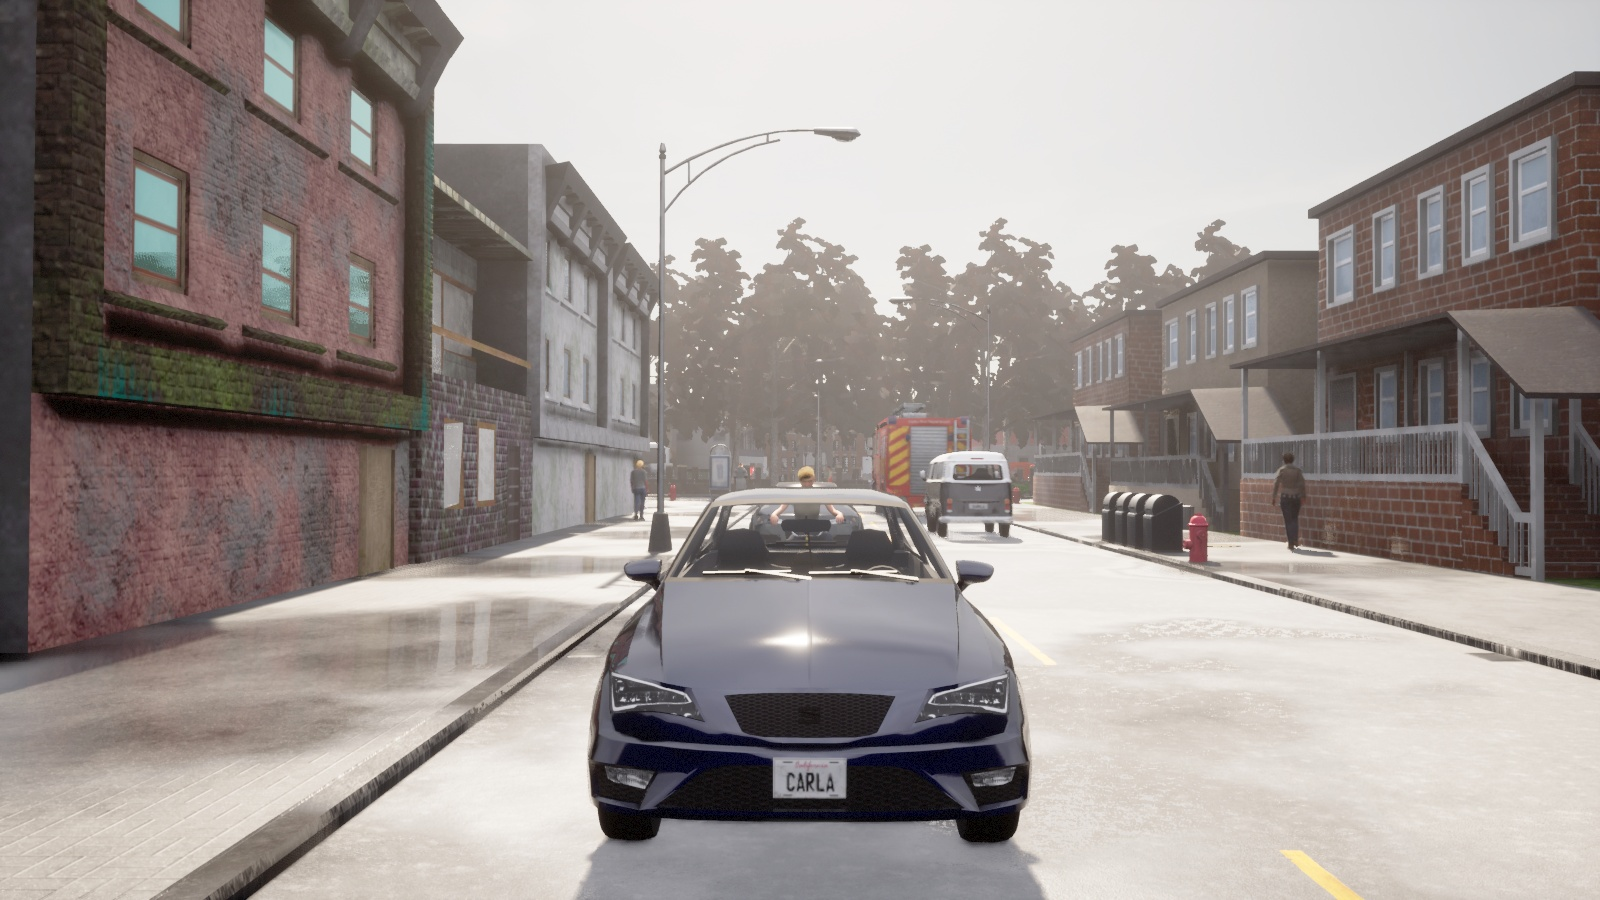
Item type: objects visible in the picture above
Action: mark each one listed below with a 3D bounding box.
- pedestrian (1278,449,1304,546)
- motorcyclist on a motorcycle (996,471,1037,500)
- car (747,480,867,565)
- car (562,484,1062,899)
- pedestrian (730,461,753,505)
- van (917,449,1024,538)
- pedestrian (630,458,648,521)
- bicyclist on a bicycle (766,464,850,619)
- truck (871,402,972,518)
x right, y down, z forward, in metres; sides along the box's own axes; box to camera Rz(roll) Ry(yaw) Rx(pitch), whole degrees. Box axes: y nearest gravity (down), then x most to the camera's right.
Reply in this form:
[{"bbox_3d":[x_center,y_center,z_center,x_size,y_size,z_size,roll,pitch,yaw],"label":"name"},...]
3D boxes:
[{"bbox_3d":[9.233,0.883,23.625,0.328,1.805,0.869,0,-1,14],"label":"pedestrian"},{"bbox_3d":[11.589,1.879,67.379,2.044,1.523,0.797,0,0,-2],"label":"motorcyclist on a motorcycle"},{"bbox_3d":[0.128,1.264,23.024,1.994,1.385,4.181,0,-1,0],"label":"car"},{"bbox_3d":[0.049,0.940,6.673,1.816,1.474,4.193,0,-1,0],"label":"car"},{"bbox_3d":[-2.636,1.478,56.317,0.659,1.952,0.873,-1,-1,28],"label":"pedestrian"},{"bbox_3d":[4.166,1.048,31.429,2.069,2.038,4.480,0,-1,0],"label":"van"},{"bbox_3d":[-4.748,1.165,37.139,0.354,1.836,0.706,0,-1,8],"label":"pedestrian"},{"bbox_3d":[0.084,0.982,13.833,0.866,1.612,1.509,0,-2,0],"label":"bicyclist on a bicycle"},{"bbox_3d":[4.230,0.395,45.508,2.891,3.827,8.468,0,-1,0],"label":"truck"}]
